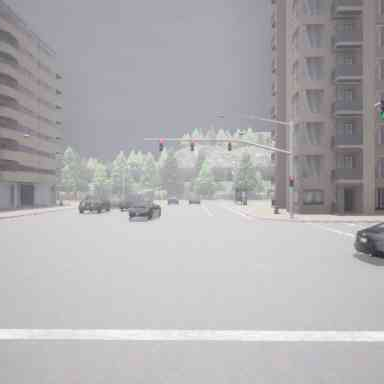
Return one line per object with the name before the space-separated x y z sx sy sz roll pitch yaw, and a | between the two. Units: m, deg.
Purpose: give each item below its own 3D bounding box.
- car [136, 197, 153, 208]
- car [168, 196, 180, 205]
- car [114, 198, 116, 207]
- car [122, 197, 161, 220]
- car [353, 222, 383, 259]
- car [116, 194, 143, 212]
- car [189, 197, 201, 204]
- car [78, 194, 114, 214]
car | -6.962 1.526 48.971 1.812 1.442 4.674 0 0 0
car | -3.355 1.526 60.003 1.812 1.442 4.674 0 0 0
car | -10.478 1.526 45.842 1.812 1.442 4.674 0 0 0
car | -3.895 1.491 28.049 2.128 1.511 4.902 0 0 7
car | 7.670 1.564 10.983 4.181 1.385 1.994 0 0 1
car | -6.999 1.221 39.442 2.150 2.045 5.566 0 0 0
car | 0.490 1.564 61.520 1.994 1.385 4.181 0 0 5
car | -10.508 1.221 36.239 2.150 2.045 5.566 0 0 0
